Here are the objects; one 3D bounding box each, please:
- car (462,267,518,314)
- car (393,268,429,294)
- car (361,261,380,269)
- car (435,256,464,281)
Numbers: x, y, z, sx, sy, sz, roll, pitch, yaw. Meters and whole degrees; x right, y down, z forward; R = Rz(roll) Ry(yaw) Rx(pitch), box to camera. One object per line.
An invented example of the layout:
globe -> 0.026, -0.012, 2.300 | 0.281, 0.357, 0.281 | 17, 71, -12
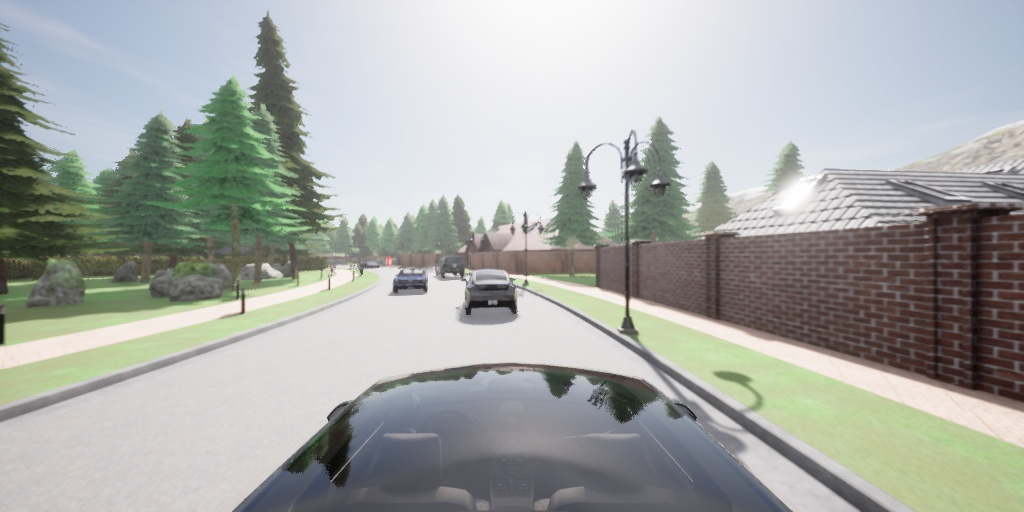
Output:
car -> -0.915, 1.273, 14.079 | 1.837, 1.490, 4.892 | 0, 0, -7
car -> -5.839, 1.399, 21.075 | 1.895, 1.301, 4.718 | 0, 0, -12
car -> -23.558, 1.469, 59.556 | 2.033, 1.411, 5.357 | 0, 0, -37
car -> -6.195, 1.038, 35.418 | 2.150, 2.045, 5.566 | 0, 0, -20
